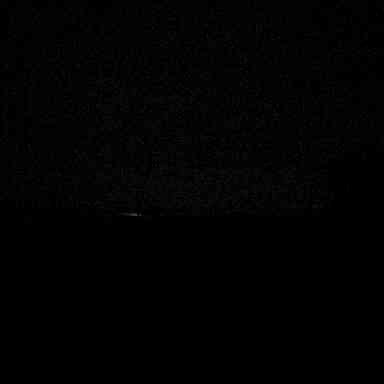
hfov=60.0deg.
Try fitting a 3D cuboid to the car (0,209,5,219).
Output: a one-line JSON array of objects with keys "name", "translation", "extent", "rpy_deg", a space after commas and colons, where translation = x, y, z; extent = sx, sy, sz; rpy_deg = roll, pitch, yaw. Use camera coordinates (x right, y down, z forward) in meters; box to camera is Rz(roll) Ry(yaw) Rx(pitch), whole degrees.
[{"name": "car", "translation": [-20.383, 1.926, 31.956], "extent": [1.994, 1.385, 4.181], "rpy_deg": [3, 0, 36]}]

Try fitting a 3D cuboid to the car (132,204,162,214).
[{"name": "car", "translation": [-6.749, 2.621, 50.881], "extent": [2.033, 1.411, 5.357], "rpy_deg": [3, 0, 36]}]
